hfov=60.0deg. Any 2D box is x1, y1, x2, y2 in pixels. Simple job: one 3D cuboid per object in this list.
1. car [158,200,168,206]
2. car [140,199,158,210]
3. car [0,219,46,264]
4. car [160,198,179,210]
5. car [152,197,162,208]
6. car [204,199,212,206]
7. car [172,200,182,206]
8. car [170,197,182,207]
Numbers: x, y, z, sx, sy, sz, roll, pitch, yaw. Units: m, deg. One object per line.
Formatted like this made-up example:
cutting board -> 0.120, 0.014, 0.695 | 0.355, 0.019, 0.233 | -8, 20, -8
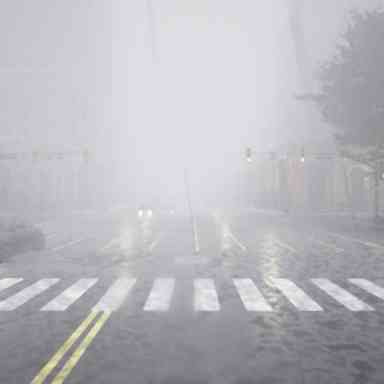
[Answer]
car -> -6.809, 2.523, 78.345 | 1.895, 1.301, 4.718 | 0, -1, 1
car -> -7.092, 2.230, 53.088 | 1.895, 1.301, 4.718 | 0, -1, 0
car -> -7.100, 1.710, 12.217 | 1.994, 1.385, 4.181 | 0, -1, 0
car -> -3.593, 2.188, 54.067 | 2.033, 1.411, 5.357 | 0, -1, 0
car -> -6.969, 1.990, 65.059 | 2.150, 2.045, 5.566 | 0, 0, 2
car -> 3.678, 2.437, 76.965 | 2.128, 1.511, 4.902 | 0, -1, 1
car -> -3.354, 2.429, 73.939 | 1.994, 1.385, 4.181 | 0, -1, 1
car -> -3.492, 1.982, 64.112 | 2.150, 2.045, 5.566 | 0, -1, 1
